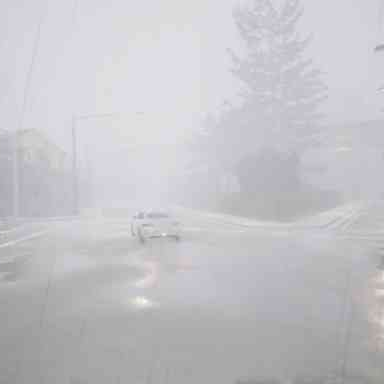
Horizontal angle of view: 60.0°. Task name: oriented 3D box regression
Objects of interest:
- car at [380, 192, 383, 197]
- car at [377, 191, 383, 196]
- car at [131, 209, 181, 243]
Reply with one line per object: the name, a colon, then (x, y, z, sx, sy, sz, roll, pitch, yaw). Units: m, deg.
car: (43.492, 0.489, 74.258, 4.974, 1.542, 2.038, -1, 0, -34)
car: (43.532, 0.331, 74.288, 4.536, 1.218, 1.853, -1, 0, -34)
car: (-1.838, 1.551, 16.213, 1.812, 1.442, 4.674, -1, 0, -17)
